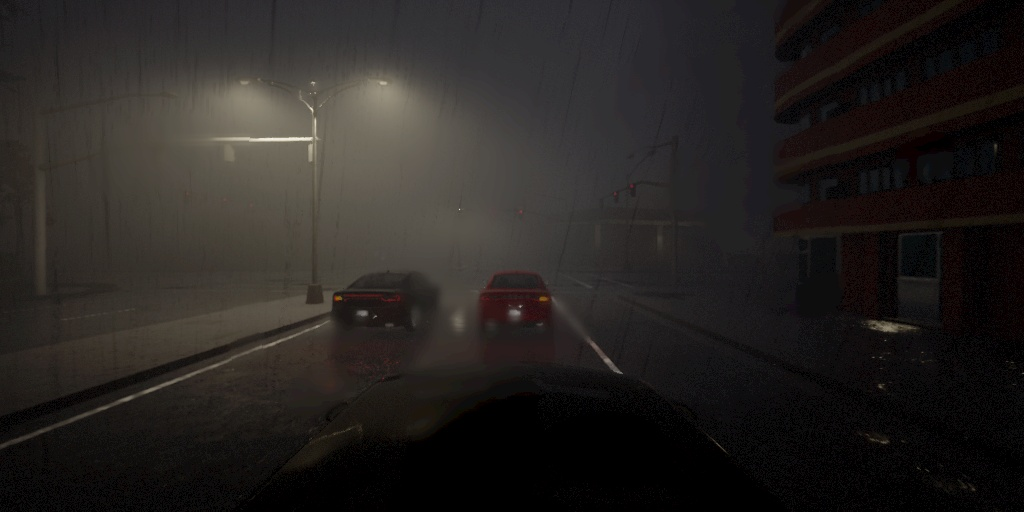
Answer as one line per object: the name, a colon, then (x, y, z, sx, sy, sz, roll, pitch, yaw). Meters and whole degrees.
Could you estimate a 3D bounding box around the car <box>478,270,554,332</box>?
car: (0.124, 1.149, 10.642, 1.882, 1.535, 5.008, 0, 0, 1)

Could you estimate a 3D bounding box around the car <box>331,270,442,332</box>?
car: (-3.381, 1.141, 10.633, 1.882, 1.535, 5.008, 0, 0, 0)
